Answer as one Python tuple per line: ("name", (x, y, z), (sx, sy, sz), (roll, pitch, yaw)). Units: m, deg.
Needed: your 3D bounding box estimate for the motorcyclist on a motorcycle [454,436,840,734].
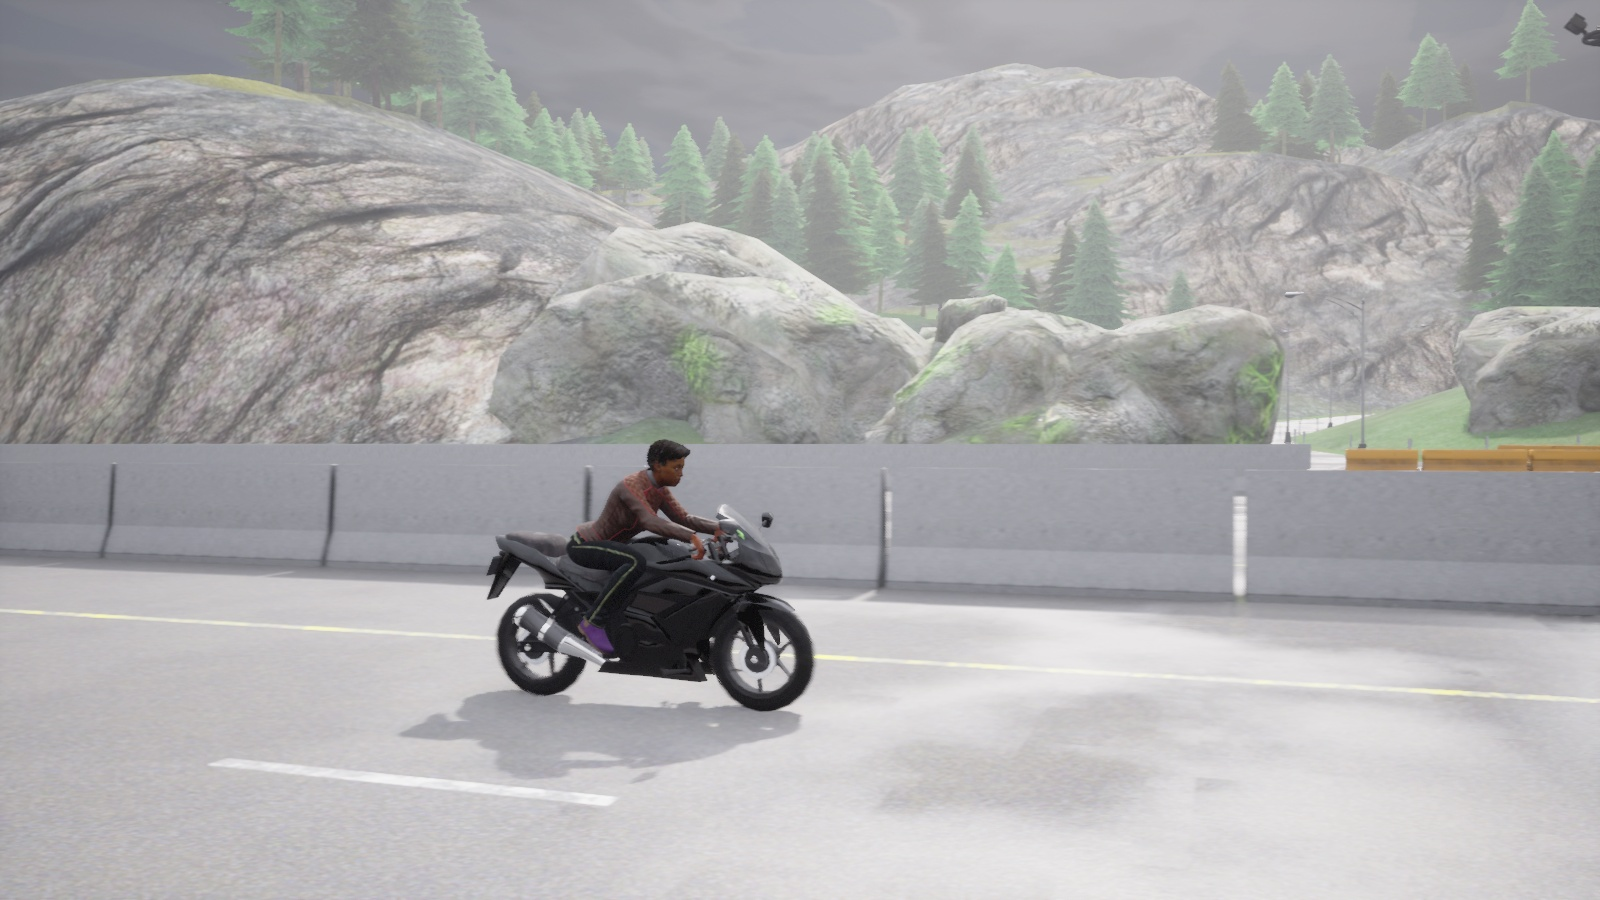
("motorcyclist on a motorcycle", (-0.868, 0.690, 7.177), (2.044, 1.523, 0.797), (1, 1, 19))
